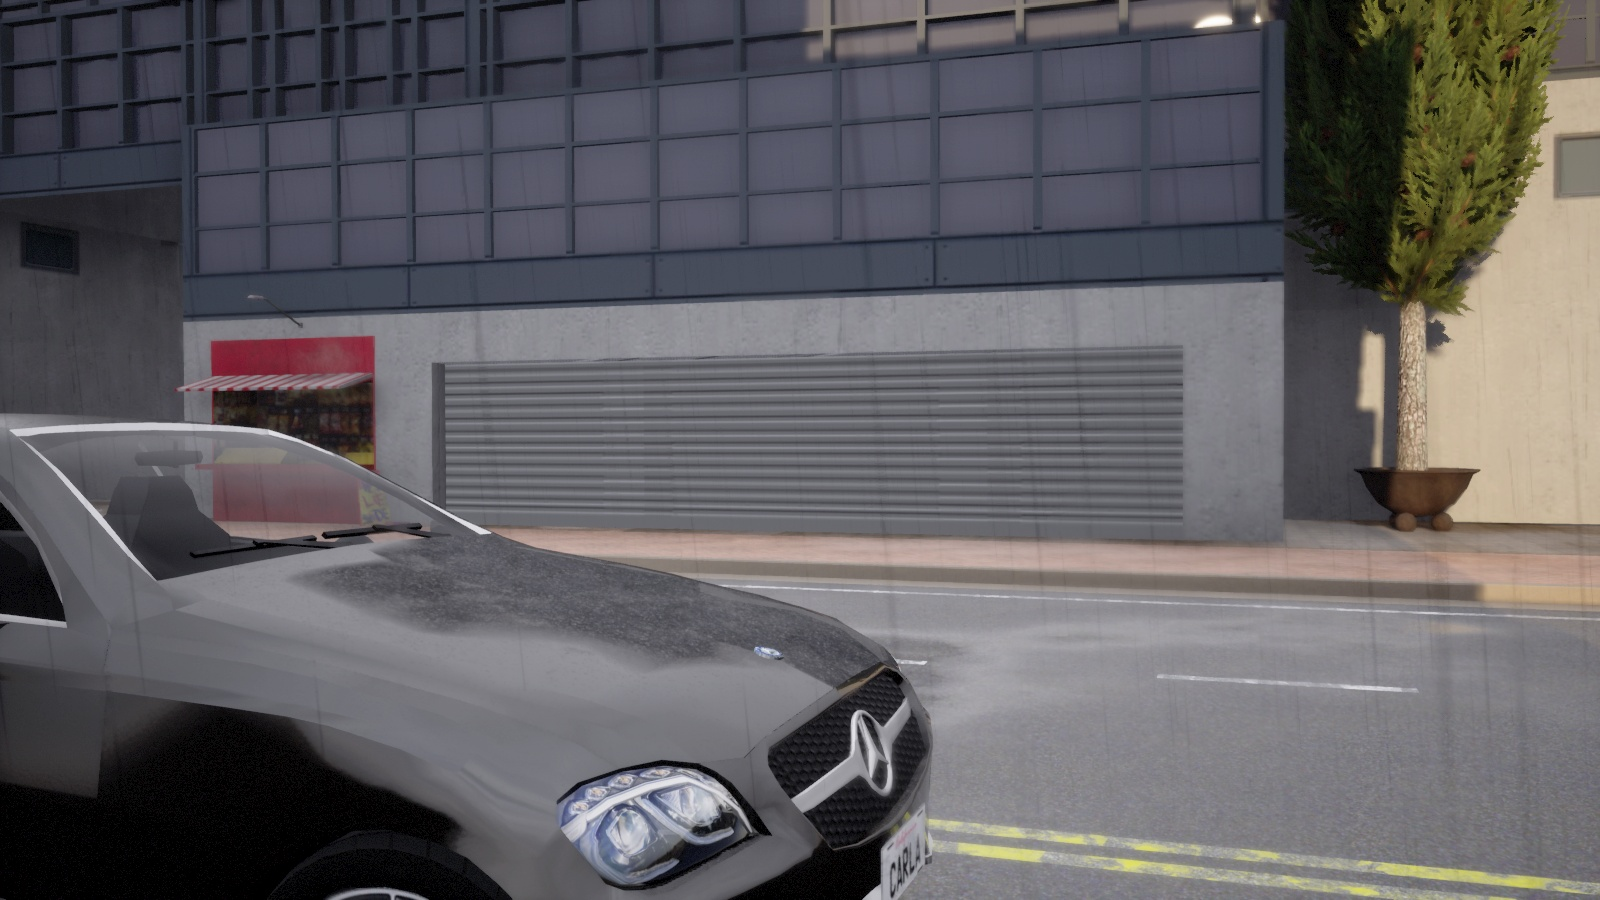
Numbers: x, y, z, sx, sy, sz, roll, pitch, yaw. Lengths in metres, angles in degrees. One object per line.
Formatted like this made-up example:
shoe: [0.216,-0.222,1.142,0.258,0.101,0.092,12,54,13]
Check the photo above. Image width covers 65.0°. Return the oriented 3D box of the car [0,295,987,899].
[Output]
car: [-2.120,0.535,3.904,5.027,1.651,2.152,1,1,19]
